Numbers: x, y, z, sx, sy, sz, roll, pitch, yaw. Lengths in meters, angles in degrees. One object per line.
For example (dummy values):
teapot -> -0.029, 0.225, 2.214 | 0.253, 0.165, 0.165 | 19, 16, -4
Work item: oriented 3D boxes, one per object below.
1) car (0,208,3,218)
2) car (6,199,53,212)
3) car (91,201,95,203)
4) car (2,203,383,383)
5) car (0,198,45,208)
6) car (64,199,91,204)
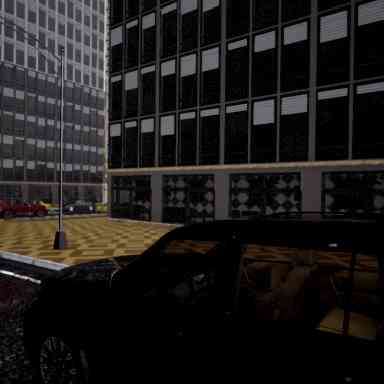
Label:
car -> -7.318, 1.347, 8.929 | 4.553, 1.767, 2.097 | 0, 0, 36
car -> -19.632, 1.640, 40.456 | 1.752, 1.417, 4.829 | 1, 0, 37
car -> -9.337, 1.828, 40.263 | 1.752, 1.417, 4.829 | 1, 0, 37
car -> 0.665, 1.221, 3.209 | 5.566, 2.045, 2.150 | 0, 0, 36
car -> -16.161, 1.517, 31.071 | 2.192, 1.841, 5.009 | 1, 0, 37
car -> -14.697, 1.703, 42.739 | 1.837, 1.490, 4.892 | 1, 0, 37
